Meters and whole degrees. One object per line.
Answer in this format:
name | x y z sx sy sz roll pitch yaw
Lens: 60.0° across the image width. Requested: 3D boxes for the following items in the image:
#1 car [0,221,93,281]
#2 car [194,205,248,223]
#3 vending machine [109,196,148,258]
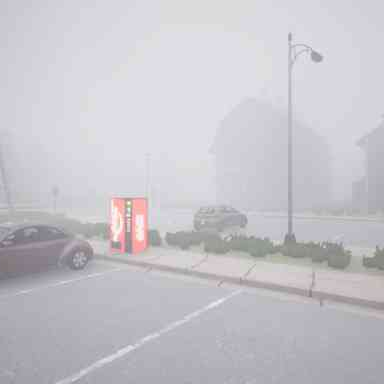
car | -4.678 1.521 8.913 1.784 1.438 3.905 0 0 36
car | 1.793 1.506 20.096 1.816 1.474 4.193 0 0 36
vending machine | -2.267 1.195 11.933 0.880 2.100 1.100 0 0 35
